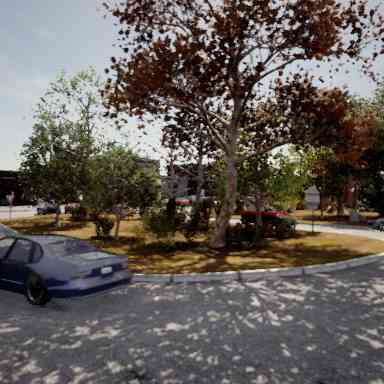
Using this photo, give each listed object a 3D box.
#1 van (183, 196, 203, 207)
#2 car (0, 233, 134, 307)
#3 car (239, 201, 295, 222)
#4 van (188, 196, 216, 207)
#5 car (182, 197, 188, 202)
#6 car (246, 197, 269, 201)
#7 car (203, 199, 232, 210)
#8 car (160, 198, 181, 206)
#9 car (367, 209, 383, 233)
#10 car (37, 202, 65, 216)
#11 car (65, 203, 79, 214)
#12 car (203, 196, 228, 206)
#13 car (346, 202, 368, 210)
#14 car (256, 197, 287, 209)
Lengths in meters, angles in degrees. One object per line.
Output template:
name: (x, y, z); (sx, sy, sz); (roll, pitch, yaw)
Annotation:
van: (0.116, 1.917, 68.601); (1.878, 1.987, 4.442); (1, -1, -36)
car: (-4.006, 1.766, 8.440); (5.357, 1.411, 2.033); (-1, -3, 30)
car: (6.134, 1.884, 27.121); (2.097, 1.767, 4.553); (3, -3, -35)
van: (1.772, 1.837, 54.974); (1.878, 1.987, 4.442); (1, 0, -36)
car: (-2.402, 1.973, 66.898); (2.185, 1.767, 4.553); (1, 0, -36)
car: (10.900, 1.969, 61.419); (2.435, 2.045, 5.566); (2, -1, -36)
car: (4.216, 2.089, 56.357); (1.946, 1.575, 5.366); (1, 0, -36)
car: (-4.899, 2.065, 65.371); (1.946, 1.575, 5.366); (1, 0, -36)
car: (14.566, 2.010, 22.088); (4.902, 1.511, 2.128); (0, -2, 31)
car: (-17.619, 1.954, 40.887); (2.185, 1.767, 4.553); (0, 0, -35)
car: (-15.070, 2.100, 42.773); (2.002, 1.452, 4.674); (0, 0, -36)
car: (5.090, 2.001, 72.290); (2.435, 2.045, 5.566); (1, -1, -36)
car: (31.082, 2.696, 61.785); (1.837, 1.490, 4.892); (2, -2, -23)
car: (15.321, 2.093, 64.625); (2.435, 2.045, 5.566); (2, -1, -36)
